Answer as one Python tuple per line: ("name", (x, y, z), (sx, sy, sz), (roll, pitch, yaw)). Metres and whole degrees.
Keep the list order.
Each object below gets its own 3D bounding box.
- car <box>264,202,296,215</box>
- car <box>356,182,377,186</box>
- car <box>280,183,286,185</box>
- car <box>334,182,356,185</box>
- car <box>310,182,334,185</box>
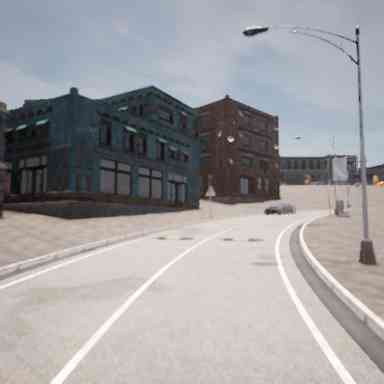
("car", (10.251, 1.898, 38.507), (2.033, 1.411, 5.357), (-4, -3, 39))
("car", (43.123, -1.786, 83.766), (4.674, 1.452, 2.002), (0, -5, -3))
("car", (21.127, -1.969, 83.001), (4.553, 1.767, 2.185), (0, -5, -2))
("car", (37.581, -1.857, 83.493), (4.892, 1.521, 2.231), (0, -5, -2))
("car", (32.064, -1.861, 83.320), (4.892, 1.521, 2.231), (0, -5, -2))
